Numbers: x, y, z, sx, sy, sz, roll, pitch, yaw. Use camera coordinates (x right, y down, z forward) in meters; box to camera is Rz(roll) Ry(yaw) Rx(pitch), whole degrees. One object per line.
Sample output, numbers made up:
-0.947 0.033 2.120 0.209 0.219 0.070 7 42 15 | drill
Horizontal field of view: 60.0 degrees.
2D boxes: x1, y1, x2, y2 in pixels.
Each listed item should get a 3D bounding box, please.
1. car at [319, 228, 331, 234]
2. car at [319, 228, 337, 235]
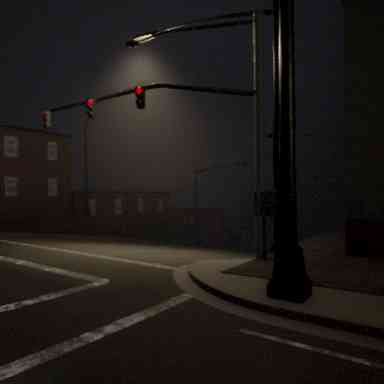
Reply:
33.048 9.673 80.868 2.038 1.542 4.974 0 0 -11 | car
33.037 9.516 80.920 1.853 1.218 4.536 0 0 -11 | car
